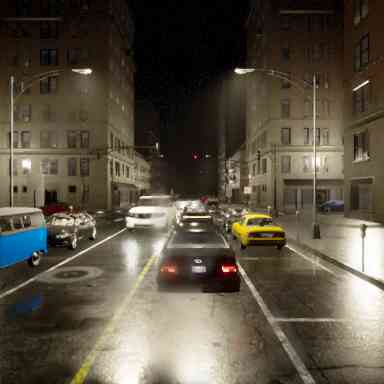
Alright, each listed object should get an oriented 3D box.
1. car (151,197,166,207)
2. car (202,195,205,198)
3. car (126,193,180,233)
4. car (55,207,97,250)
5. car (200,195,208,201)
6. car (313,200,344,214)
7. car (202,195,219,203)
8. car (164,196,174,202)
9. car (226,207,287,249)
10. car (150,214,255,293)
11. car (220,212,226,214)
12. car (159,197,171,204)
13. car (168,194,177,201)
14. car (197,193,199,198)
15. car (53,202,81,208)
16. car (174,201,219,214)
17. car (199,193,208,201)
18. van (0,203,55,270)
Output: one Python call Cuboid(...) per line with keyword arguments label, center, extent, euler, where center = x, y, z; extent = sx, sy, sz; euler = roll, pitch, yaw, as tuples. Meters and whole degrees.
Cuboid(label="car", center=(-5.168, 1.523, 51.938), extent=(1.752, 1.417, 4.829), euler=(0, 0, 0))
Cuboid(label="car", center=(2.858, 1.579, 52.074), extent=(1.802, 1.307, 4.206), euler=(0, 0, 0))
Cuboid(label="car", center=(-2.250, 1.222, 19.811), extent=(2.150, 2.045, 5.566), euler=(0, 0, 4))
Cuboid(label="car", center=(-5.332, 1.550, 14.145), extent=(2.008, 1.369, 4.403), euler=(0, 0, 0))
Cuboid(label="car", center=(3.004, 1.554, 86.165), extent=(1.947, 1.339, 4.313), euler=(0, 0, 0))
Cuboid(label="car", center=(14.660, 1.473, 34.106), extent=(4.181, 1.385, 1.994), euler=(0, 0, 0))
Cuboid(label="car", center=(2.834, 1.549, 46.393), extent=(2.008, 1.369, 4.403), euler=(0, 0, 0))
Cuboid(label="car", center=(-5.069, 1.542, 74.832), extent=(2.008, 1.369, 4.403), euler=(0, 0, 0))
Cuboid(label="car", center=(2.703, 1.525, 14.281), extent=(1.752, 1.417, 4.829), euler=(0, 0, 0))
Cuboid(label="car", center=(0.136, 1.547, 8.970), extent=(2.033, 1.411, 5.357), euler=(0, 0, 0))
Cuboid(label="car", center=(2.720, 1.550, 19.517), extent=(2.008, 1.369, 4.403), euler=(0, 0, 0))
Cuboid(label="car", center=(-5.118, 1.561, 63.470), extent=(1.947, 1.339, 4.313), euler=(0, 0, 0))
Cuboid(label="car", center=(-5.021, 1.428, 86.194), extent=(1.967, 1.590, 4.097), euler=(0, 0, 0))
Cuboid(label="car", center=(2.980, 1.305, 80.483), extent=(2.192, 1.841, 5.009), euler=(0, 0, 0))
Cuboid(label="car", center=(-11.912, 1.621, 30.961), extent=(4.181, 1.385, 1.994), euler=(0, 0, 5))
Cuboid(label="car", center=(0.192, 1.491, 19.416), extent=(2.128, 1.511, 4.902), euler=(0, 0, -2))
Cuboid(label="car", center=(2.931, 1.434, 69.120), extent=(1.967, 1.590, 4.097), euler=(0, 0, 0))
Cuboid(label="van", center=(-5.357, 1.341, 8.738), extent=(1.690, 1.788, 3.998), euler=(0, 0, 0))
